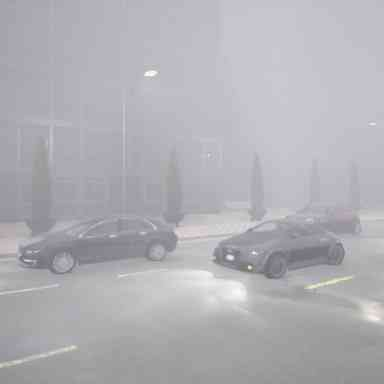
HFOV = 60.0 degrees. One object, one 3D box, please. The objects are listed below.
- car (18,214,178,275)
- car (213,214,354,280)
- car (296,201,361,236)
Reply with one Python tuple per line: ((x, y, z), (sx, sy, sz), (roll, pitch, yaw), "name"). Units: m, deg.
((-2.764, 1.505, 10.546), (4.892, 1.490, 1.837), (0, 0, -34), "car")
((2.673, 1.564, 9.987), (4.181, 1.385, 1.994), (0, 0, -34), "car")
((6.445, 1.352, 16.744), (4.553, 1.767, 2.097), (0, 0, -34), "car")
